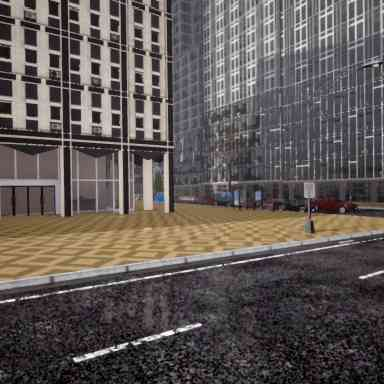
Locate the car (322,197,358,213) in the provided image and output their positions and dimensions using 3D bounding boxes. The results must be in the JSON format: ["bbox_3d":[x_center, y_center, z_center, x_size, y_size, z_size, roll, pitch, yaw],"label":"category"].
[{"bbox_3d":[14.655,1.315,34.629,1.882,1.535,5.008,-1,1,-34],"label":"car"}]

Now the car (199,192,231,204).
[{"bbox_3d":[3.601,1.011,50.885,2.097,1.767,4.553,-1,1,-35],"label":"car"}]

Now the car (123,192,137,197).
[{"bbox_3d":[-17.118,0.689,91.715,2.008,1.369,4.403,0,1,-34],"label":"car"}]

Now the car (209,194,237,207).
[{"bbox_3d":[4.650,1.319,44.668,1.947,1.339,4.313,0,1,-34],"label":"car"}]

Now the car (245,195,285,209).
[{"bbox_3d":[9.255,1.228,42.579,1.882,1.535,5.008,-1,1,-34],"label":"car"}]

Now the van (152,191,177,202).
[{"bbox_3d":[-4.887,0.937,58.798,1.690,1.788,3.998,0,1,-34],"label":"van"}]

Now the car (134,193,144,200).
[{"bbox_3d":[-11.275,1.040,68.203,2.008,1.369,4.403,0,1,-34],"label":"car"}]

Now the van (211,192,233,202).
[{"bbox_3d":[5.239,0.855,58.804,1.690,1.788,3.998,0,1,-34],"label":"van"}]

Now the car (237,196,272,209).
[{"bbox_3d":[7.795,1.388,39.935,1.802,1.307,4.206,0,1,-34],"label":"car"}]

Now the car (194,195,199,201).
[{"bbox_3d":[2.045,1.043,63.508,1.802,1.307,4.206,0,1,-34],"label":"car"}]

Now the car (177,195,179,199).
[{"bbox_3d":[-4.343,0.936,72.911,1.802,1.307,4.206,0,1,-34],"label":"car"}]

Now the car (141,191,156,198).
[{"bbox_3d":[-10.731,0.686,82.311,1.967,1.590,4.097,0,1,-34],"label":"car"}]

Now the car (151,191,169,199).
[{"bbox_3d":[-7.537,0.615,77.609,2.192,1.841,5.009,0,1,-34],"label":"car"}]

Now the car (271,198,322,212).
[{"bbox_3d":[10.975,1.424,35.221,1.947,1.339,4.313,0,1,-34],"label":"car"}]
